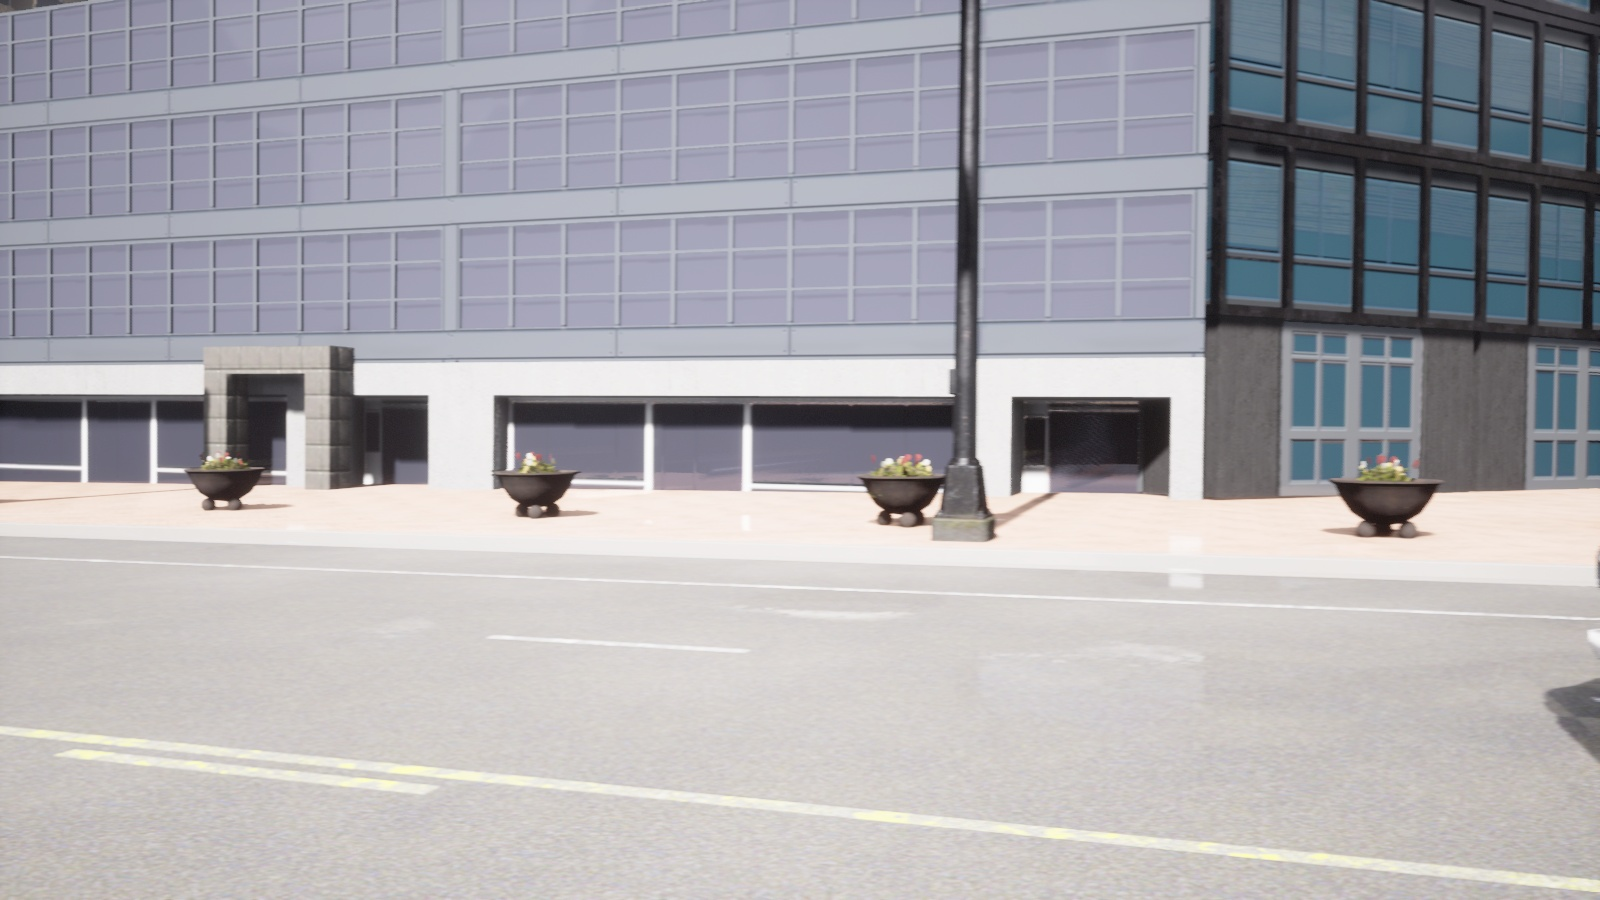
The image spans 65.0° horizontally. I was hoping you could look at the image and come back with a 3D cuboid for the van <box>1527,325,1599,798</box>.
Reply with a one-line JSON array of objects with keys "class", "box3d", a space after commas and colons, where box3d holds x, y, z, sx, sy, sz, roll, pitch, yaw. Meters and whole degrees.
[{"class": "van", "box3d": [5.670, 0.498, 4.974, 4.480, 2.038, 2.069, 1, 1, 19]}]
